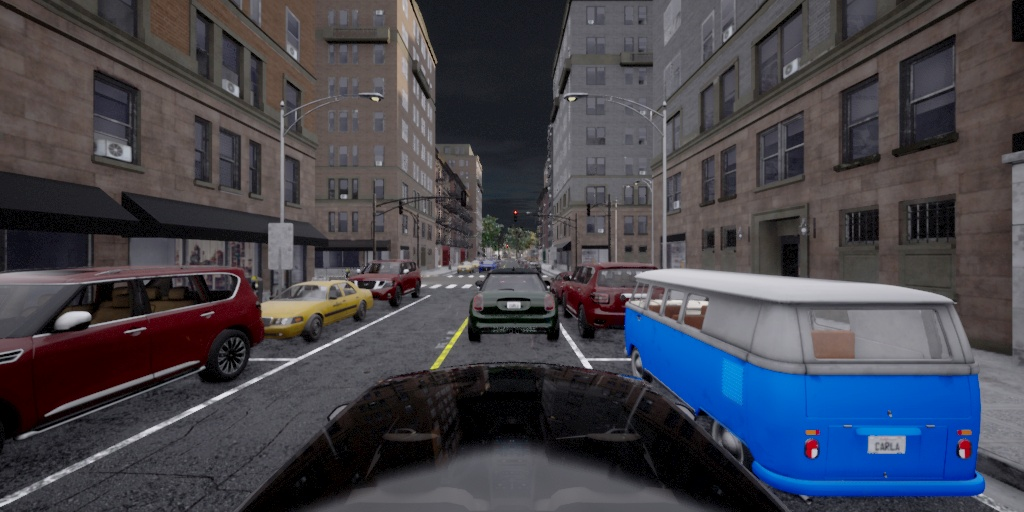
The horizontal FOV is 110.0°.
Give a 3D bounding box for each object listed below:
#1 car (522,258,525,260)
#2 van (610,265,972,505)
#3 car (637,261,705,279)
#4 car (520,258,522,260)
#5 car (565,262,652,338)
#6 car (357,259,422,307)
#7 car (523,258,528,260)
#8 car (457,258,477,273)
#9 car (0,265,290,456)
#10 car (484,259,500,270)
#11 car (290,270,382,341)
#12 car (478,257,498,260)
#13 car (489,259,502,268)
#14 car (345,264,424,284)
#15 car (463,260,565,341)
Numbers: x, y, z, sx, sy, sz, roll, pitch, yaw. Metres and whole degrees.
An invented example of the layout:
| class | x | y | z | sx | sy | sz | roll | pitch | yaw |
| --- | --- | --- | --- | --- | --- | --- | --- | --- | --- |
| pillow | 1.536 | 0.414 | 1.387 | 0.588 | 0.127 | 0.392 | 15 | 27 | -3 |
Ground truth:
| class | x | y | z | sx | sy | sz | roll | pitch | yaw |
| --- | --- | --- | --- | --- | --- | --- | --- | --- | --- |
| car | 2.594 | 1.288 | 48.220 | 1.888 | 1.381 | 4.507 | 0 | 0 | 0 |
| van | 2.636 | 1.090 | 4.373 | 1.690 | 1.789 | 3.998 | 0 | 0 | 0 |
| car | 13.604 | 1.168 | 30.894 | 4.902 | 1.511 | 2.128 | 0 | 0 | 0 |
| car | 2.589 | 1.293 | 53.702 | 2.007 | 1.370 | 4.403 | 0 | 0 | 0 |
| car | 2.631 | 1.063 | 10.051 | 2.192 | 1.841 | 5.009 | 0 | 0 | 0 |
| car | -5.413 | 1.062 | 15.724 | 2.192 | 1.841 | 5.009 | 0 | 0 | 0 |
| car | 2.600 | 1.294 | 42.739 | 2.007 | 1.370 | 4.403 | 0 | 0 | 0 |
| car | -5.454 | 1.269 | 42.561 | 1.751 | 1.417 | 4.829 | 0 | 0 | 0 |
| car | -5.400 | 1.064 | 4.367 | 2.192 | 1.841 | 5.009 | 0 | 0 | 0 |
| car | -2.889 | 1.234 | 52.944 | 2.128 | 1.511 | 4.902 | 0 | 0 | 0 |
| car | -5.407 | 1.274 | 9.875 | 1.751 | 1.417 | 4.829 | 0 | 0 | 0 |
| car | -2.882 | 1.221 | 42.976 | 1.882 | 1.535 | 5.008 | 0 | 0 | 0 |
| car | -2.873 | 1.306 | 63.003 | 1.994 | 1.385 | 4.181 | 0 | 0 | 0 |
| car | -9.605 | 1.326 | 27.227 | 5.357 | 1.411 | 2.033 | 0 | 0 | 11 |
| car | 0.027 | 1.101 | 10.017 | 2.097 | 1.767 | 4.553 | 0 | 0 | 0 |
